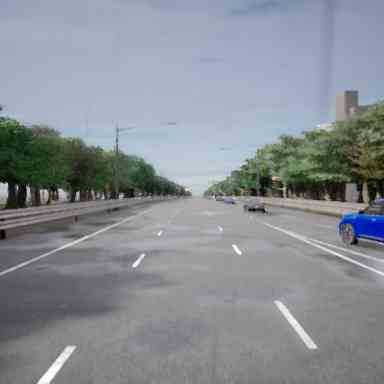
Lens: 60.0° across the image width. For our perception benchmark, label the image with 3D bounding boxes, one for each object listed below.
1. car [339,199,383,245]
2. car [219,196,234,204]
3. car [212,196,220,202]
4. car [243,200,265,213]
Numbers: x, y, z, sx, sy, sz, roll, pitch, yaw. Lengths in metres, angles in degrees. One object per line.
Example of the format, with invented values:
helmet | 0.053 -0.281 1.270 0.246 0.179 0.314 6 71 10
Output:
car | 7.853 1.238 12.483 2.150 2.045 5.566 0 0 -7
car | 7.091 1.657 64.825 2.033 1.411 5.357 0 0 0
car | 7.227 1.905 88.957 1.994 1.385 4.181 0 -1 0
car | 7.021 1.588 38.076 1.994 1.385 4.181 0 0 0
